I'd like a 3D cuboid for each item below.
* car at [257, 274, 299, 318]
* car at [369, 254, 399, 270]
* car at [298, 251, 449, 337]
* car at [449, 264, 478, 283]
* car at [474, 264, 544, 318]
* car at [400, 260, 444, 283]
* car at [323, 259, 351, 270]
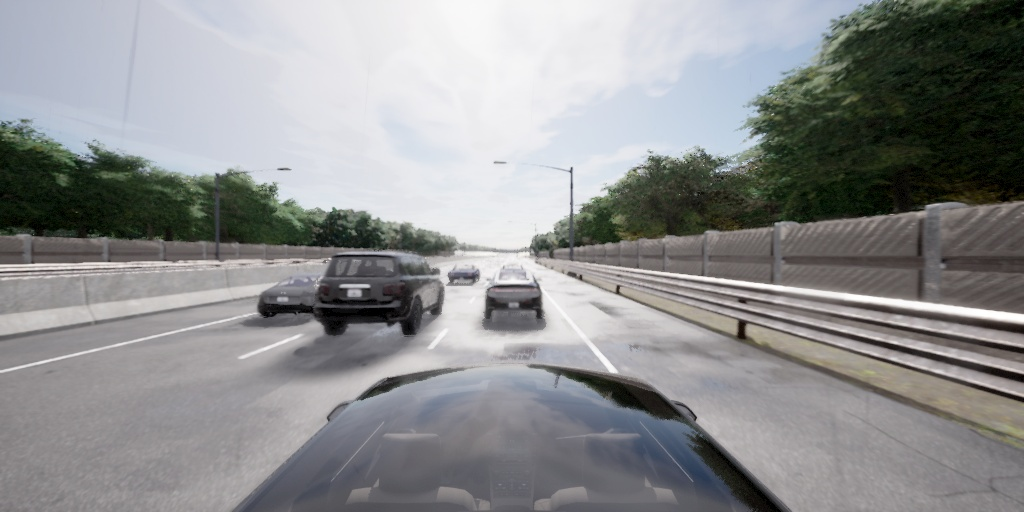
[{"bbox_3d":[-6.929,1.273,12.864,1.994,1.385,4.181,0,0,0],"label":"car"},{"bbox_3d":[-17.573,0.785,49.650,2.150,2.045,5.566,0,0,0],"label":"car"},{"bbox_3d":[-3.428,0.932,10.386,2.150,2.045,5.566,0,-1,-1],"label":"car"},{"bbox_3d":[-3.435,1.256,26.744,1.895,1.301,4.718,0,0,0],"label":"car"},{"bbox_3d":[0.070,1.201,12.765,2.128,1.511,4.902,0,0,0],"label":"car"},{"bbox_3d":[-6.926,1.142,28.175,2.128,1.511,4.902,0,0,0],"label":"car"},{"bbox_3d":[-24.558,1.124,50.476,1.994,1.385,4.181,0,0,0],"label":"car"}]
